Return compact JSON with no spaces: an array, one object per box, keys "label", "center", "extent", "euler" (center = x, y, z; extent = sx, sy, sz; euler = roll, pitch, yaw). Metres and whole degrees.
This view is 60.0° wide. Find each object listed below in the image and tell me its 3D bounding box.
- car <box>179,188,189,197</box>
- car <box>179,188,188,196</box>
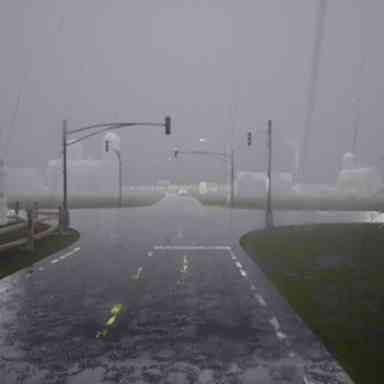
[{"label":"car","center":[-1.803,0.430,78.680],"extent":[1.812,1.442,4.674],"euler":[0,1,-3]},{"label":"car","center":[-2.426,-0.077,88.706],"extent":[2.150,2.045,5.566],"euler":[0,1,-4]}]
